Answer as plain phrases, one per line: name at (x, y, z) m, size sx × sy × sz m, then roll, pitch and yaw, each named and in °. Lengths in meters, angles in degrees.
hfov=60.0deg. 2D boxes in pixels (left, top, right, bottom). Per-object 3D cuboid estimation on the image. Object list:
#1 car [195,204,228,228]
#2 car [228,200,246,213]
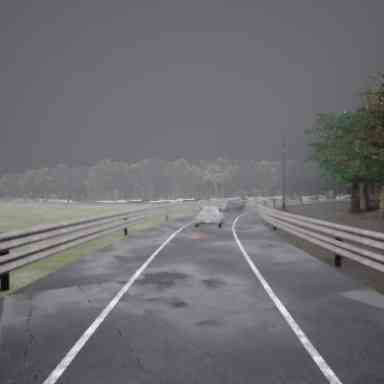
car at (1.396, 1.736, 24.325) m, size 1.812 × 1.442 × 4.674 m, roll 0°, pitch 0°, yaw 10°
car at (5.703, 1.770, 42.451) m, size 2.128 × 1.511 × 4.902 m, roll 0°, pitch 0°, yaw 18°
